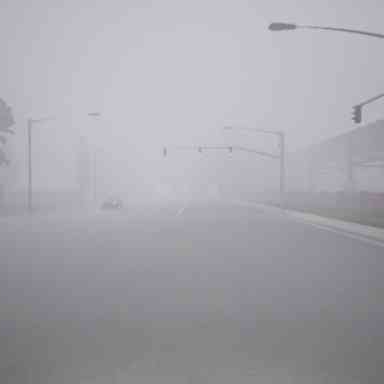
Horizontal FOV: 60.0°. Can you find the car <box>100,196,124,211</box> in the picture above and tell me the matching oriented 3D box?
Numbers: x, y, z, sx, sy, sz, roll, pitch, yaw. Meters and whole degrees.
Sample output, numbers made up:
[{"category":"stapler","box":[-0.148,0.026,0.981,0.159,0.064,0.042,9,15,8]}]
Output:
[{"category":"car","box":[-9.974,1.307,41.765,2.097,1.767,4.553,0,0,1]}]
